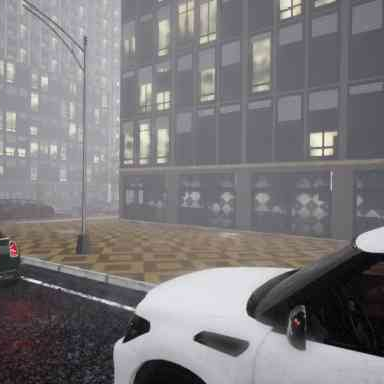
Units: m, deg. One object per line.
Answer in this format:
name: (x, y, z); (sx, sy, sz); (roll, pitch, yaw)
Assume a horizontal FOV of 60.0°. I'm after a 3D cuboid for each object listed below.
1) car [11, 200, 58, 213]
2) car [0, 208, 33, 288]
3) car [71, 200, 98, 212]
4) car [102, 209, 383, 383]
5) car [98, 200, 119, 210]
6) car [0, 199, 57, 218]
car: (-18.632, 1.643, 39.534); (1.752, 1.417, 4.829); (1, 0, 36)
car: (-6.157, 1.348, 8.049); (4.553, 1.767, 2.097); (0, 0, 35)
car: (-12.809, 1.762, 43.043); (2.033, 1.411, 5.357); (1, 0, 38)
car: (1.919, 1.222, 2.313); (5.566, 2.045, 2.150); (0, 0, 36)
car: (-8.336, 1.830, 39.387); (1.752, 1.417, 4.829); (1, 0, 36)
car: (-15.119, 1.519, 30.164); (2.192, 1.841, 5.009); (1, 0, 36)
